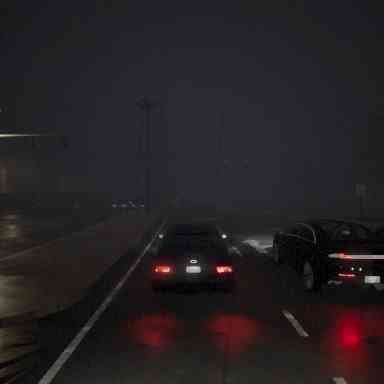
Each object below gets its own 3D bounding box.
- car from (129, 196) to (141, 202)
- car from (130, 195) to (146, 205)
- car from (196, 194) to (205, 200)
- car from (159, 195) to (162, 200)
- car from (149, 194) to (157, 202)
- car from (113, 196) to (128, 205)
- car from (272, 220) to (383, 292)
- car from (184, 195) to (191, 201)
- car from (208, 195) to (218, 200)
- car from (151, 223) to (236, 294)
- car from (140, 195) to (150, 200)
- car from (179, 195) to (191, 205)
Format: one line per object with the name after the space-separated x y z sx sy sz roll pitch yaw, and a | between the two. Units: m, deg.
-12.693 1.595 74.637 1.895 1.301 4.718 0 0 0 | car
-9.284 1.505 59.191 1.837 1.490 4.892 0 0 0 | car
2.326 1.496 89.406 1.837 1.490 4.892 0 0 0 | car
-9.174 1.438 89.350 1.882 1.535 5.008 0 0 0 | car
-9.194 1.355 74.102 2.097 1.767 4.553 0 0 0 | car
-12.779 1.526 59.636 1.812 1.442 4.674 0 0 0 | car
3.518 1.491 8.901 2.128 1.511 4.902 0 0 0 | car
-1.174 1.534 89.329 2.033 1.411 5.357 0 0 0 | car
5.826 1.472 89.336 1.882 1.535 5.008 0 0 0 | car
0.019 1.547 8.953 2.033 1.411 5.357 0 0 0 | car
-12.674 1.476 89.758 1.812 1.442 4.674 0 0 0 | car
-1.213 1.563 58.437 1.994 1.385 4.181 0 0 0 | car
